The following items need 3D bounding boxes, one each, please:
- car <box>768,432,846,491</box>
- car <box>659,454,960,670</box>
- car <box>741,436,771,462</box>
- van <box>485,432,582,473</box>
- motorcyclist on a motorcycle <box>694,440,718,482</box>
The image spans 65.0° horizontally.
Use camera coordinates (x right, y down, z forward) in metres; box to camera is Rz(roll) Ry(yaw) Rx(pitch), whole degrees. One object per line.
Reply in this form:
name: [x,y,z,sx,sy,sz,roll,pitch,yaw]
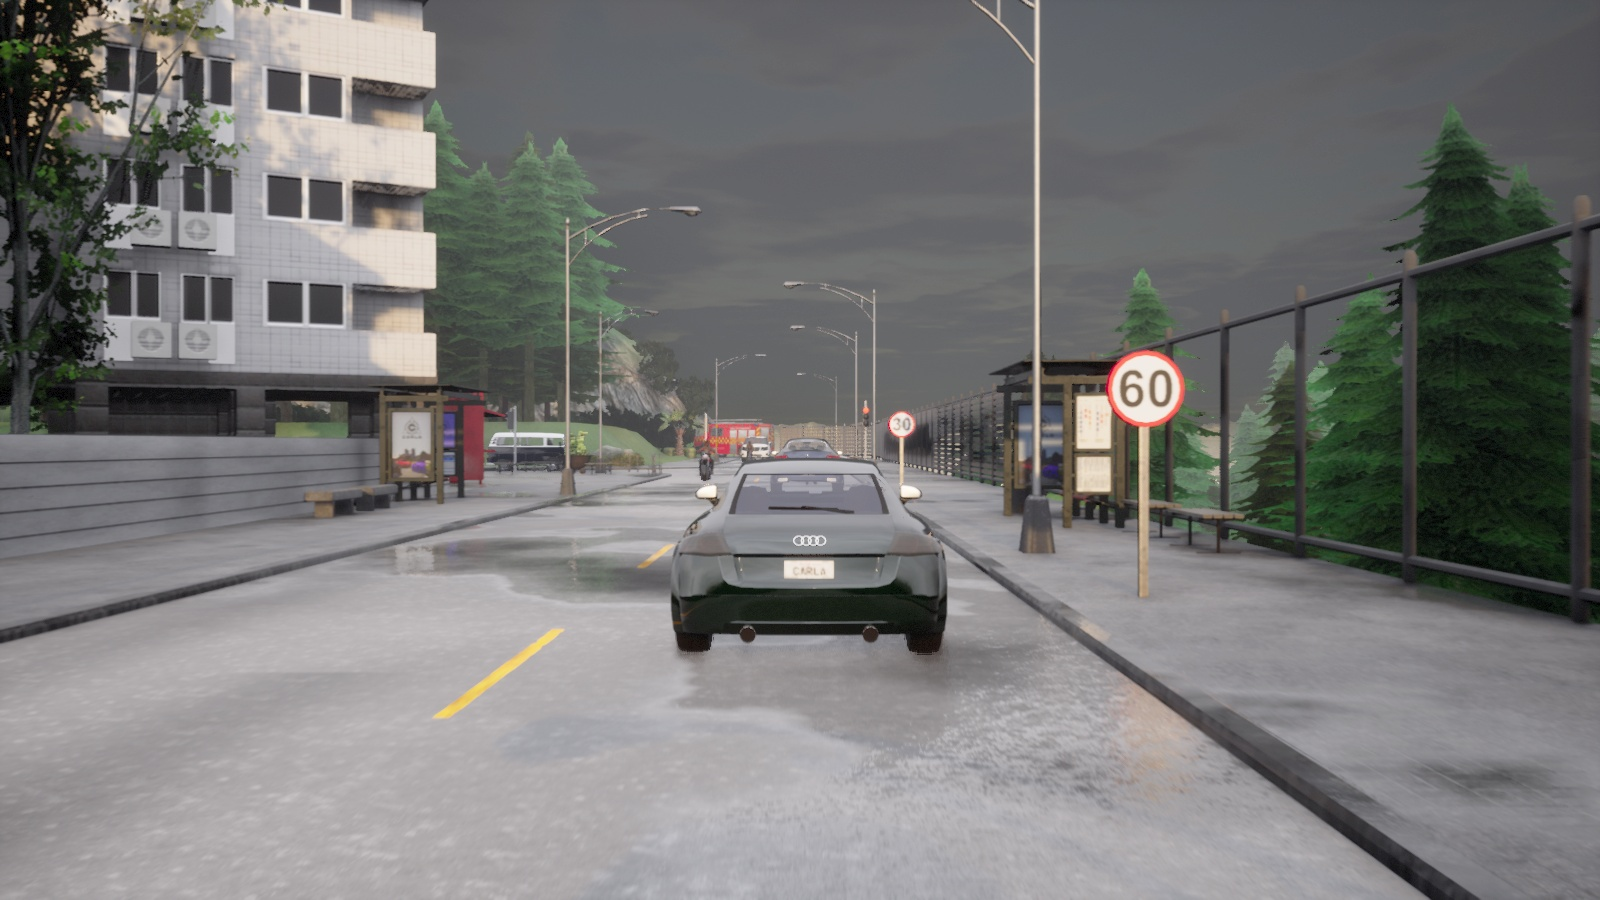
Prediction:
car: [0.211,0.314,37.161,2.152,1.651,5.027,0,0,0]
car: [0.071,0.752,10.417,1.994,1.385,4.181,0,0,0]
car: [-3.464,-0.096,99.081,2.150,2.045,5.566,0,0,0]
van: [-13.468,0.100,63.743,4.480,2.038,2.069,0,0,0]
motorcyclist on a motorcycle: [-3.718,0.414,49.646,0.766,1.649,2.350,0,0,0]
